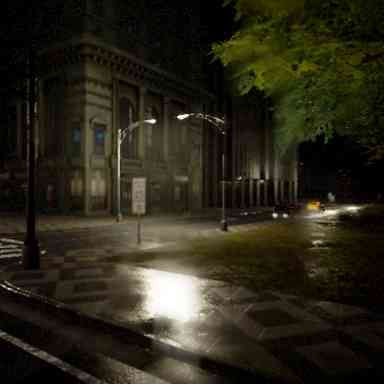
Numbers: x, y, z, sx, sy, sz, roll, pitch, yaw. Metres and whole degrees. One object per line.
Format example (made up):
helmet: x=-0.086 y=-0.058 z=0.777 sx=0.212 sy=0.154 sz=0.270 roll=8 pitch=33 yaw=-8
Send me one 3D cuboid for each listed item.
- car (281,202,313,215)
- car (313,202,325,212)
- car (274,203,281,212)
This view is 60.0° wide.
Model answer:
car: x=14.074 y=2.221 z=44.410 sx=2.128 sy=1.511 sz=4.902 roll=1 pitch=0 yaw=35
car: x=19.605 y=2.318 z=52.684 sx=1.882 sy=1.535 sz=5.008 roll=1 pitch=0 yaw=34
car: x=13.861 y=2.233 z=49.545 sx=1.882 sy=1.535 sz=5.008 roll=1 pitch=0 yaw=34
